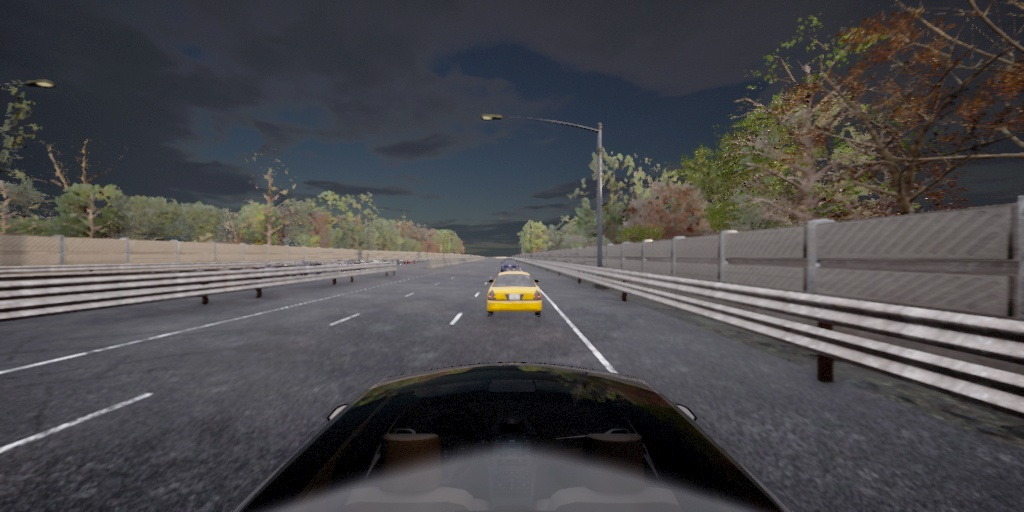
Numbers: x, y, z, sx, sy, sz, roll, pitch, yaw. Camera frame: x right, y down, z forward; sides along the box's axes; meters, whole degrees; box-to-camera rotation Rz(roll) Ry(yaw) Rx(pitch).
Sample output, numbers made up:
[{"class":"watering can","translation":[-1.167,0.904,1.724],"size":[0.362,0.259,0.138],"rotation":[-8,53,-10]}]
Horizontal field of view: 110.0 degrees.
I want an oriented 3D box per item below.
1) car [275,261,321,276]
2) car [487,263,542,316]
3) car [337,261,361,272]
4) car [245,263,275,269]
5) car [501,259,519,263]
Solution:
[{"class":"car","translation":[-21.373,1.256,36.781],"size":[2.128,1.511,4.902],"rotation":[0,0,0]},{"class":"car","translation":[0.064,1.210,13.295],"size":[1.801,1.575,5.366],"rotation":[0,0,0]},{"class":"car","translation":[-17.887,1.258,39.324],"size":[2.128,1.511,4.902],"rotation":[0,0,-1]},{"class":"car","translation":[-24.866,1.368,36.721],"size":[1.895,1.301,4.718],"rotation":[0,0,0]},{"class":"car","translation":[-0.262,1.119,42.309],"size":[2.097,1.767,4.553],"rotation":[0,0,-1]}]
